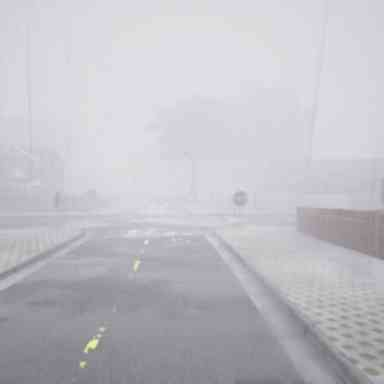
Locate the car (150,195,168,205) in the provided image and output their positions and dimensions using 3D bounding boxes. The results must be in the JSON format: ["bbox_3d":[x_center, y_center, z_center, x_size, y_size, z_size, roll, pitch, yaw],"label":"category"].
[{"bbox_3d":[-5.565,1.386,54.040,1.837,1.490,4.892,0,0,2],"label":"car"}]

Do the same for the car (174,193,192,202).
[{"bbox_3d":[-1.811,1.213,68.269,2.097,1.767,4.553,0,0,7],"label":"car"}]

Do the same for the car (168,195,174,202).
[{"bbox_3d":[-4.459,1.321,69.361,1.882,1.535,5.008,0,0,6],"label":"car"}]
